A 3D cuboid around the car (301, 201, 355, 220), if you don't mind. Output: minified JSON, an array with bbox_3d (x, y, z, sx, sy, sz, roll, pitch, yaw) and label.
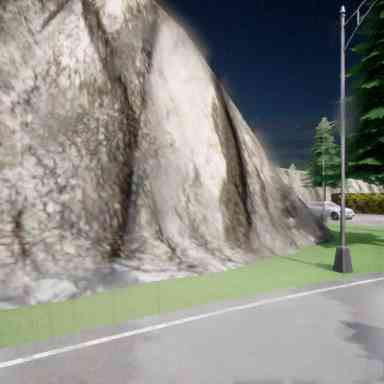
[{"bbox_3d":[11.287,1.526,27.983,1.812,1.442,4.674,0,0,-28],"label":"car"}]

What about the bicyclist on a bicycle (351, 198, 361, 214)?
[{"bbox_3d":[16.458,1.453,33.365,1.656,1.620,0.582,0,0,-28],"label":"bicyclist on a bicycle"}]
